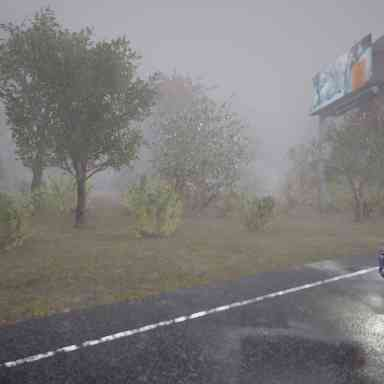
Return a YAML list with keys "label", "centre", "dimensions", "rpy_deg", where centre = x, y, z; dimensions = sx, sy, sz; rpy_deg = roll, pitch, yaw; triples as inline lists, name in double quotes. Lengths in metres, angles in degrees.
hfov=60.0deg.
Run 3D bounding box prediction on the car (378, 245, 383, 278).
- label: "car"
  centre: [6.866, 1.481, 8.765]
  dimensions: [5.008, 1.535, 1.882]
  rpy_deg: [0, 0, -35]
